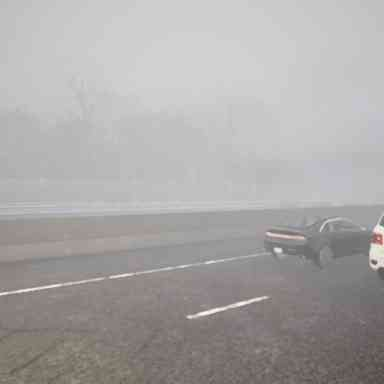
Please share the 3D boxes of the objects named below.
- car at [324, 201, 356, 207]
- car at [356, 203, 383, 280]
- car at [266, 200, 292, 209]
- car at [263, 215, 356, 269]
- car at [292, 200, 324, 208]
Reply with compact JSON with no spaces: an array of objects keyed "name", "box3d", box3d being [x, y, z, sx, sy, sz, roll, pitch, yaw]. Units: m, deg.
[{"name":"car","box3d":[15.082,1.727,31.848,4.718,1.301,1.895,0,0,-35]},{"name":"car","box3d":[6.834,1.260,8.633,5.566,2.045,2.150,0,0,-36]},{"name":"car","box3d":[10.323,1.616,37.061,4.902,1.511,2.128,0,0,-35]},{"name":"car","box3d":[4.535,1.529,11.286,4.902,1.511,2.128,0,0,-36]},{"name":"car","box3d":[13.234,1.674,34.828,5.357,1.411,2.033,0,0,-36]}]
